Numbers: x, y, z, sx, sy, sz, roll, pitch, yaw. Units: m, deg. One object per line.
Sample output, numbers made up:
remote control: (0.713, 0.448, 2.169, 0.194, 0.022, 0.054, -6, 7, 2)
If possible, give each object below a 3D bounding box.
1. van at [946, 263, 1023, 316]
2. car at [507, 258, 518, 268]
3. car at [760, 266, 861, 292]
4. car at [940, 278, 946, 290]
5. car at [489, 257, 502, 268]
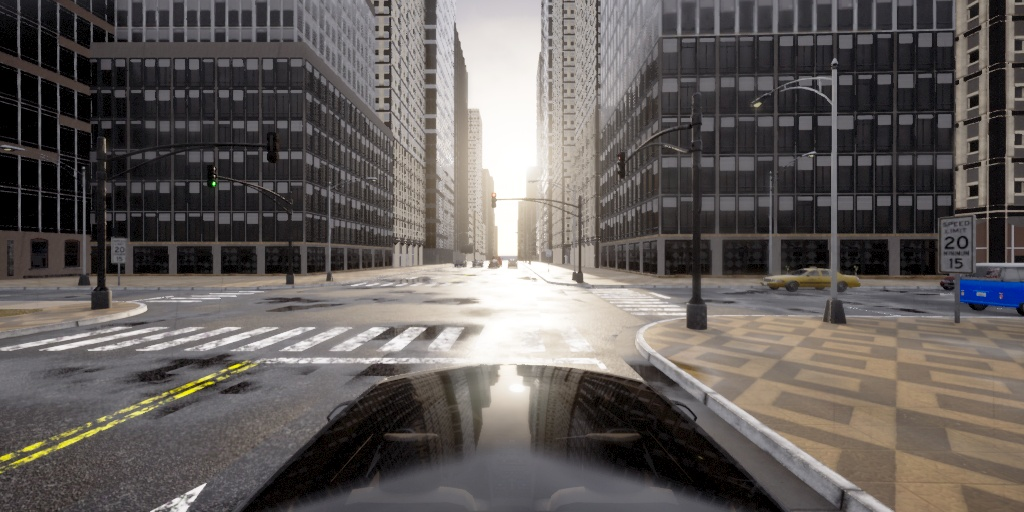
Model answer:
van: (18.379, 1.119, 12.558, 3.998, 1.789, 1.690, 0, 0, 2)
car: (0.127, 1.407, 63.353, 2.033, 1.411, 5.357, 0, 0, 0)
car: (17.125, 1.293, 20.733, 4.829, 1.417, 1.751, 0, 0, 2)
car: (26.958, 1.356, 20.228, 4.207, 1.307, 1.802, 0, 0, 2)
car: (-3.123, 1.386, 63.359, 1.812, 1.442, 4.674, 0, 0, 0)
